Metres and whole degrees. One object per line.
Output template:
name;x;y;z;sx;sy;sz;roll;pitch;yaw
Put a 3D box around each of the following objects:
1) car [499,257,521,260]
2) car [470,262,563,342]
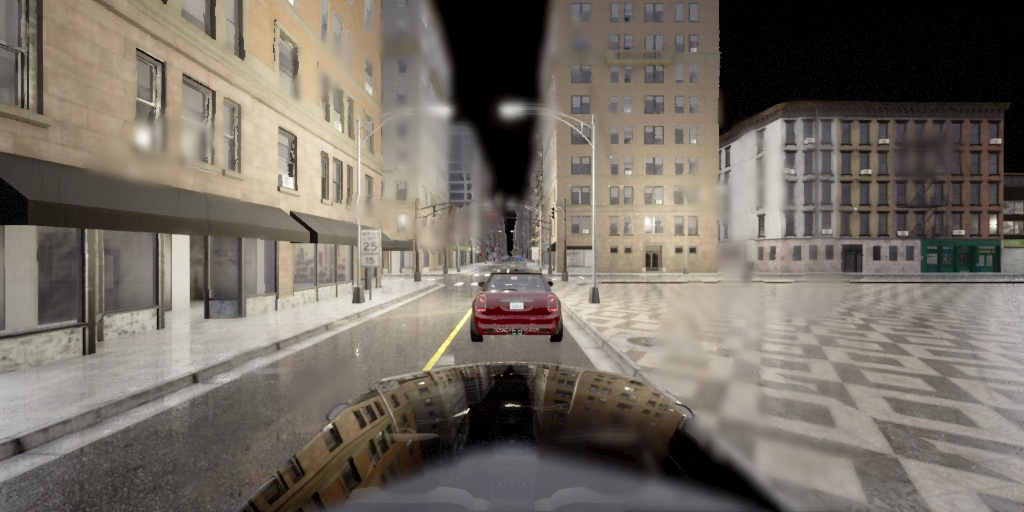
car;0.058;1.106;19.744;2.097;1.767;4.553;0;0;-1
car;0.106;1.104;9.928;2.097;1.767;4.553;0;0;0
